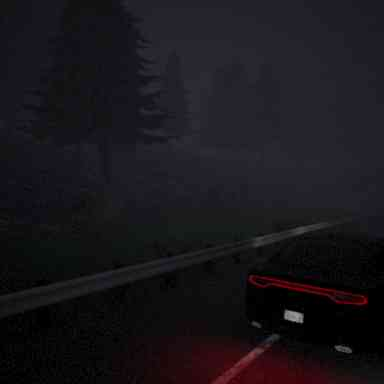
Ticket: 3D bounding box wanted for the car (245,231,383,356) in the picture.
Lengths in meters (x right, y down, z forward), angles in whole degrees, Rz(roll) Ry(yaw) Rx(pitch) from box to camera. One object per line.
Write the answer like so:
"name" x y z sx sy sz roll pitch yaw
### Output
"car" 2.848 1.472 6.273 1.882 1.535 5.008 1 0 38
